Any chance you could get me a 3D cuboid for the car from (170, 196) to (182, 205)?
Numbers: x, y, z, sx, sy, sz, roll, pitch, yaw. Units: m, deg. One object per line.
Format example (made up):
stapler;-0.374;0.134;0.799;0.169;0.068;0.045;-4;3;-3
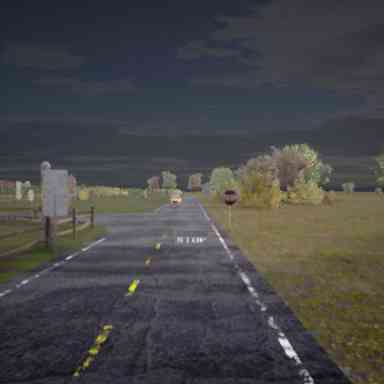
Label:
car;-2.800;1.411;58.420;1.882;1.535;5.008;0;2;0
